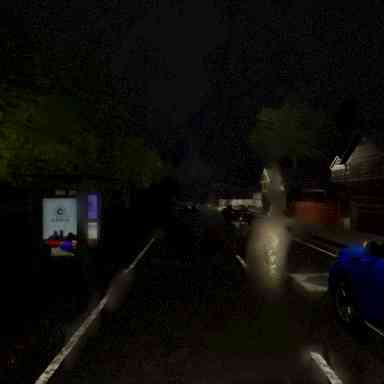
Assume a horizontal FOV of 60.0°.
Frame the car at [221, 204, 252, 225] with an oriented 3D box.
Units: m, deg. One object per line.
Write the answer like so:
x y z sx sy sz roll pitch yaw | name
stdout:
3.358 1.680 25.473 2.128 1.511 4.902 0 -1 -1 | car

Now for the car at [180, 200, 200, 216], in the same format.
-0.253 1.695 36.518 2.097 1.767 4.553 0 -1 0 | car

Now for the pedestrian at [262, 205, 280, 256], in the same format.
2.756 1.338 11.626 0.375 1.860 0.375 0 0 9 | pedestrian

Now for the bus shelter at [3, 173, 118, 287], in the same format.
-3.604 0.906 9.968 1.920 2.740 3.880 0 0 -1 | bus shelter

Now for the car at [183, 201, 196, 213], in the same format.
-0.357 2.026 46.233 1.812 1.442 4.674 0 -1 -1 | car

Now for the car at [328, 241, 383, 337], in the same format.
3.551 1.218 3.738 2.150 2.045 5.566 0 -1 0 | car
